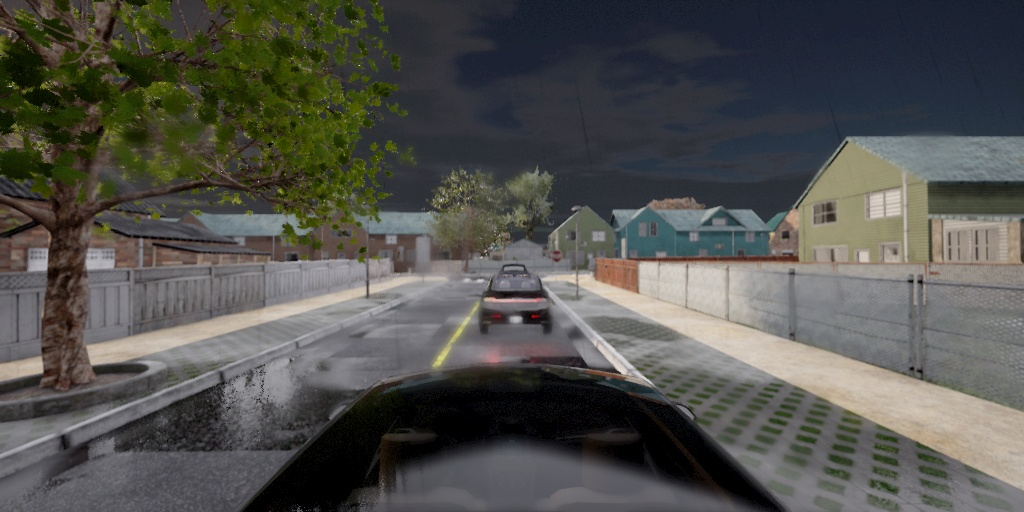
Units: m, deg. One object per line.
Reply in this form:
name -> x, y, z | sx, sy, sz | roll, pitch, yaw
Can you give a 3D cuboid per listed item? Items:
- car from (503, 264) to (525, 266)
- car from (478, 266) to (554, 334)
car -> 0.123, 1.200, 20.779 | 1.837, 1.490, 4.892 | 0, 0, 1
car -> 0.099, 1.216, 10.478 | 2.128, 1.511, 4.902 | 0, 0, 0
